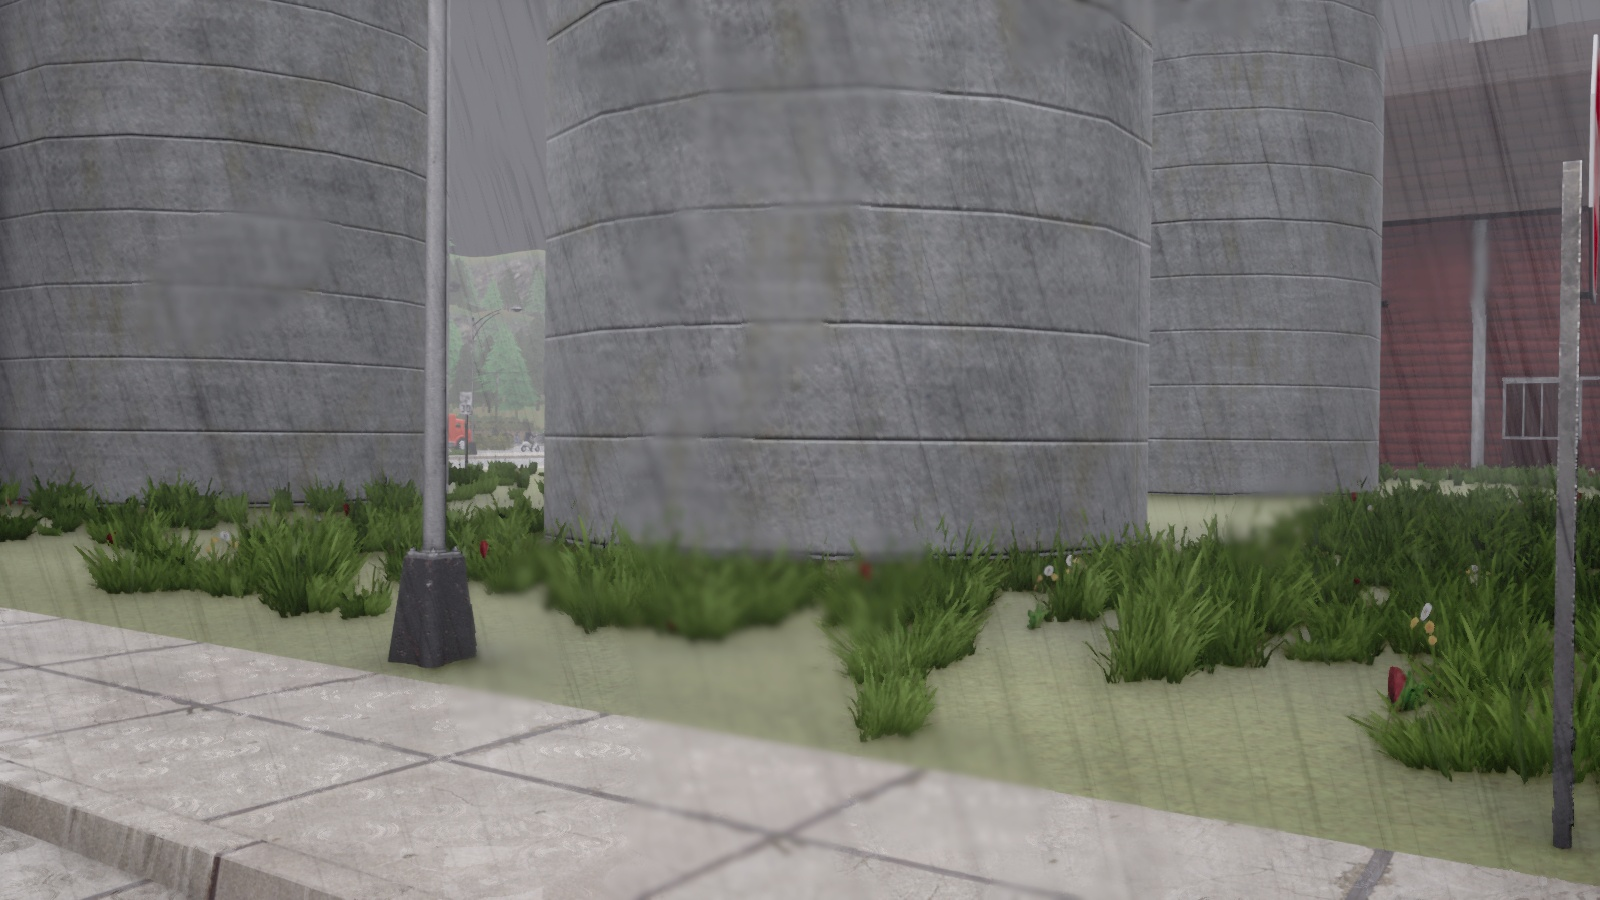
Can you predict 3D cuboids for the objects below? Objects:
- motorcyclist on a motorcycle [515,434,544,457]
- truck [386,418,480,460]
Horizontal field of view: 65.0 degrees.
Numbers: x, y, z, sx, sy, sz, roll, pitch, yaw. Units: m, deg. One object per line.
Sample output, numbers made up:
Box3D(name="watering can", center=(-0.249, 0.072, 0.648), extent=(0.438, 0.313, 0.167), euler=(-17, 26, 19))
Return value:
Box3D(name="motorcyclist on a motorcycle", center=(-18.560, -0.325, 86.273), extent=(0.866, 1.590, 1.817), euler=(0, 1, 33))
Box3D(name="truck", center=(-23.126, -0.657, 79.288), extent=(2.627, 2.467, 5.204), euler=(0, -1, 33))
